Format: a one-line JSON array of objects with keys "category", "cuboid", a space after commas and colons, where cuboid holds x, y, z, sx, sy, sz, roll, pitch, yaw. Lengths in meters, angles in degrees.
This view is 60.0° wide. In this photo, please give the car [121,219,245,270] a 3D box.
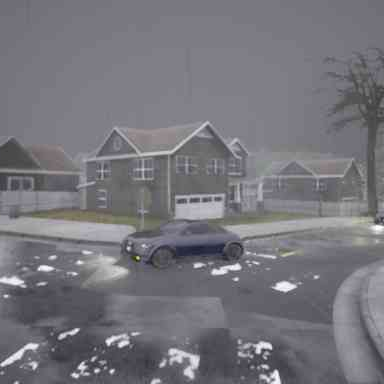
[{"category": "car", "cuboid": [-0.231, 1.637, 11.374, 4.181, 1.385, 1.994, 2, 2, -31]}]

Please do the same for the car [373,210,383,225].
[{"category": "car", "cuboid": [17.298, 2.155, 28.757, 1.994, 1.385, 4.181, 2, 0, 45]}]
